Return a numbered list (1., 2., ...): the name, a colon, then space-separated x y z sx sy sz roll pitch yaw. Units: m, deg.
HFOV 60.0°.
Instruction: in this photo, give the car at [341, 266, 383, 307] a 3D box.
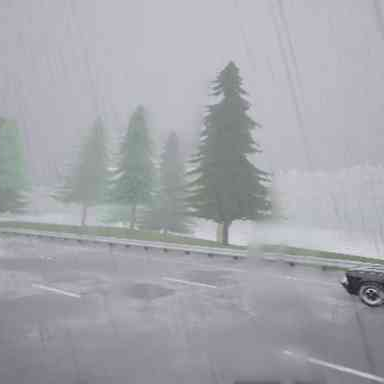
1. car: 6.506 2.454 8.610 4.718 1.301 1.895 0 -5 36
